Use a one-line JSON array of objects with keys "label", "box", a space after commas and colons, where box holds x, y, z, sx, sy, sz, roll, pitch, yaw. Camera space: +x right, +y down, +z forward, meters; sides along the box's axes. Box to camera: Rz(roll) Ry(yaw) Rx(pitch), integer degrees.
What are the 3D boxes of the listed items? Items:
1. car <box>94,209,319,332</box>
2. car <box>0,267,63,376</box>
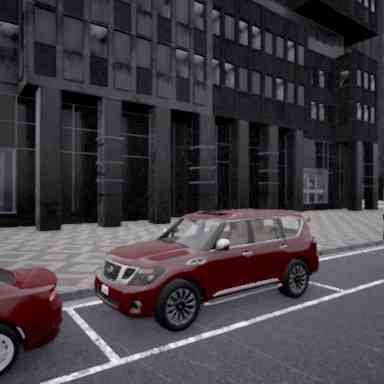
[{"label": "car", "box": [0.597, 1.326, 7.035, 5.009, 1.841, 2.192, 0, 0, -35]}, {"label": "car", "box": [-3.915, 1.541, 3.867, 4.507, 1.381, 1.887, 0, 0, -35]}]
